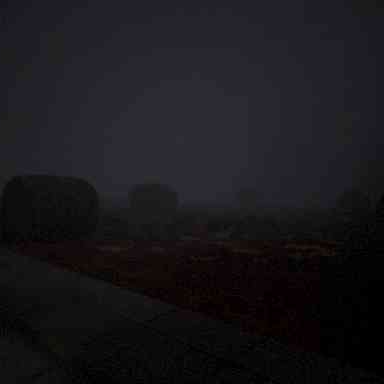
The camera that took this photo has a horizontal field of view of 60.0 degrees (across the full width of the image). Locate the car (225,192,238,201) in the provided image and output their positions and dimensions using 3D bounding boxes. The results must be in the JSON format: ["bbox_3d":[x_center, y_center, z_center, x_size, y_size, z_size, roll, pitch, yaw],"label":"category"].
[{"bbox_3d":[9.239,0.973,73.541,3.866,1.878,1.905,0,6,-6],"label":"car"}]
